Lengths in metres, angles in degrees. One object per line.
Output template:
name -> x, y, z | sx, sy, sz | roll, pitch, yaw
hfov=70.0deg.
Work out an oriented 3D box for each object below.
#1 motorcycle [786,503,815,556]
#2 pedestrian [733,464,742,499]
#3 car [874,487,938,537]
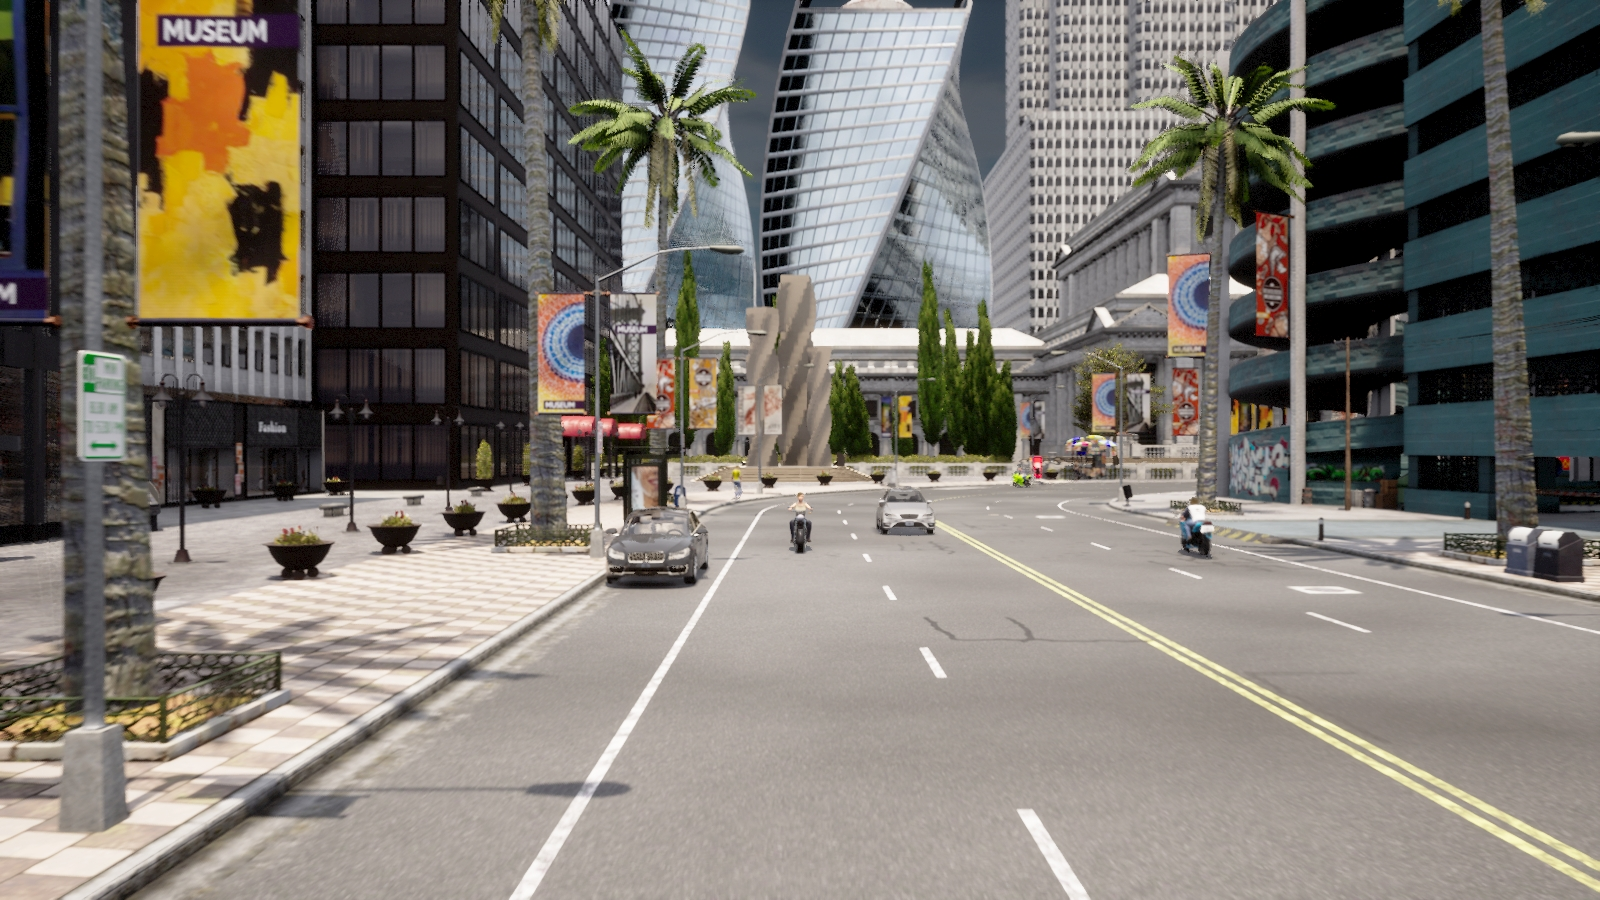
motorcycle -> 0.015, 2.170, 31.537 | 0.764, 1.277, 2.356 | 0, 0, 0
pedestrian -> -3.356, 1.696, 61.153 | 0.375, 1.860, 0.375 | 0, 0, 21
car -> 3.540, 2.065, 38.891 | 1.816, 1.474, 4.193 | 0, 0, 0
